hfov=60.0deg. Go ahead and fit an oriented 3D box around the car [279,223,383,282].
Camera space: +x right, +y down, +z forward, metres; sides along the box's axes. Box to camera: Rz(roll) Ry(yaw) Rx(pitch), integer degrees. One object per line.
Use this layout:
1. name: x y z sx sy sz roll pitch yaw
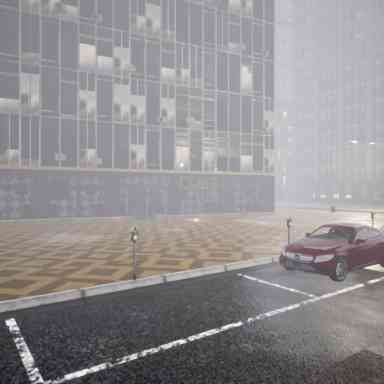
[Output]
1. car: 4.361 1.579 9.684 4.206 1.307 1.802 0 0 -36
